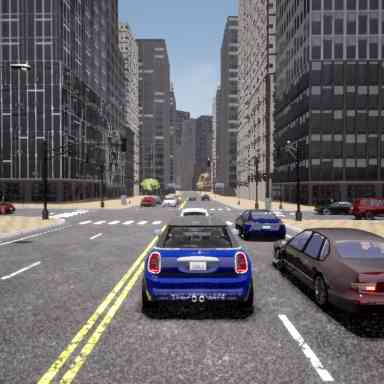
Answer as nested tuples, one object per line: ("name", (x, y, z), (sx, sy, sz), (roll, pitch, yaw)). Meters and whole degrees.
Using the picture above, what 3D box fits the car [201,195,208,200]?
("car", (3.367, 1.504, 90.421), (1.895, 1.301, 4.718), (0, 0, 0))

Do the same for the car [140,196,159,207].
("car", (-6.527, 1.442, 49.989), (1.882, 1.535, 5.008), (0, 0, 0))

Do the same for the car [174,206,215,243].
("car", (0.121, 1.517, 16.954), (1.812, 1.442, 4.674), (0, 0, 0))

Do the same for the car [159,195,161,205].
("car", (-6.500, 1.500, 59.915), (2.033, 1.411, 5.357), (0, 0, 0))

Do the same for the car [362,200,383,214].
("car", (21.857, 1.643, 37.031), (4.829, 1.417, 1.752), (1, 0, 1))

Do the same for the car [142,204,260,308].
("car", (0.109, 1.348, 8.097), (2.097, 1.767, 4.553), (0, 0, 0))

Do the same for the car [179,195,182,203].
("car", (-3.251, 1.501, 59.431), (2.033, 1.411, 5.357), (0, 0, 0))

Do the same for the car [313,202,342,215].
("car", (15.199, 1.702, 34.543), (4.718, 1.301, 1.895), (0, 1, 1))

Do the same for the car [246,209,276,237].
("car", (3.370, 1.555, 16.997), (1.994, 1.385, 4.181), (0, 0, 0))

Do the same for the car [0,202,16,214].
("car", (-19.352, 1.408, 31.971), (4.181, 1.385, 1.994), (1, 1, 1))

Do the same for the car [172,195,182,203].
("car", (-3.161, 1.418, 69.647), (1.882, 1.535, 5.008), (0, 0, 0))

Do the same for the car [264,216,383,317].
("car", (3.359, 1.544, 7.758), (2.033, 1.411, 5.357), (0, 0, 0))

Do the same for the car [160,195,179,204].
("car", (-3.278, 1.490, 49.741), (1.812, 1.442, 4.674), (0, 0, 0))

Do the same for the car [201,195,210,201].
("car", (3.354, 1.425, 80.398), (1.837, 1.490, 4.892), (0, 0, 0))

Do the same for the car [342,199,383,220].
("car", (16.238, 1.519, 28.751), (5.009, 1.841, 2.192), (1, 0, 1))

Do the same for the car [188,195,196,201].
("car", (0.102, 1.451, 79.762), (2.128, 1.511, 4.902), (0, 0, 0))

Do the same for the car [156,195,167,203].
("car", (-6.411, 1.417, 70.286), (1.882, 1.535, 5.008), (0, 0, 0))
